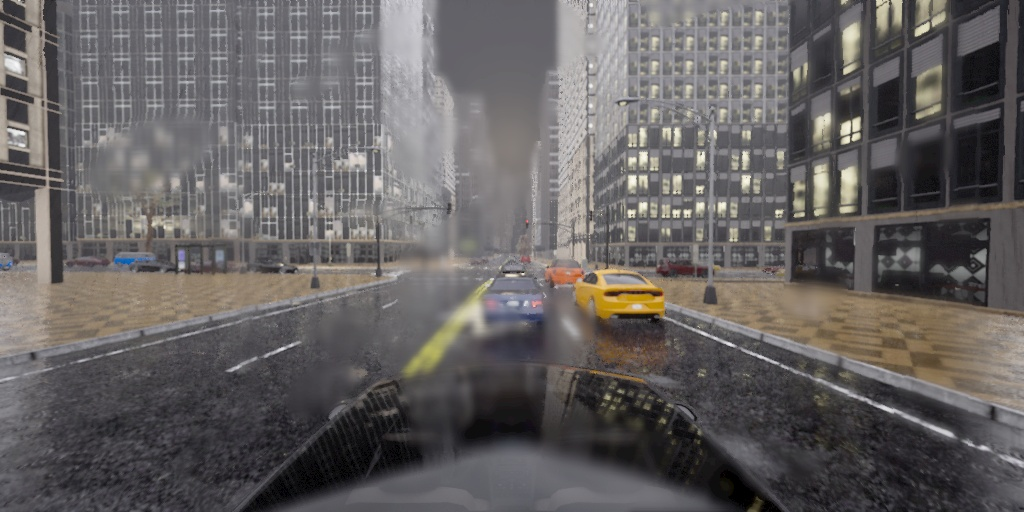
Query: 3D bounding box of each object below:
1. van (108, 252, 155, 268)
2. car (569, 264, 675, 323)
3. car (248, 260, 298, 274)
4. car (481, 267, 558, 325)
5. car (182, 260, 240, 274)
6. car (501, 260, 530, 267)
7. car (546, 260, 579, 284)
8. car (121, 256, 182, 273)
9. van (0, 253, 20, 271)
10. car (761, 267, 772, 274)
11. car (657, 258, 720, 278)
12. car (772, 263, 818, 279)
[{"bbox_3d":[-45.336,0.475,43.126,3.998,1.789,1.690,0,0,1],"label":"van"},{"bbox_3d":[3.338,1.190,12.043,1.882,1.535,5.008,0,0,0],"label":"car"},{"bbox_3d":[-22.770,1.071,34.187,4.313,1.339,1.948,0,0,1],"label":"car"},{"bbox_3d":[0.088,1.262,11.565,2.033,1.411,5.357,0,0,1],"label":"car"},{"bbox_3d":[-28.454,1.035,34.313,4.207,1.307,1.802,0,0,1],"label":"car"},{"bbox_3d":[0.077,1.169,21.355,2.128,1.511,4.902,0,0,0],"label":"car"},{"bbox_3d":[3.325,1.023,23.010,2.097,1.767,4.553,0,0,0],"label":"car"},{"bbox_3d":[-34.135,0.966,34.480,4.313,1.339,1.948,0,0,1],"label":"car"},{"bbox_3d":[-51.179,0.584,34.857,3.998,1.789,1.690,0,0,1],"label":"van"},{"bbox_3d":[30.154,1.460,39.257,4.718,1.301,1.895,0,1,1],"label":"car"},{"bbox_3d":[16.156,1.164,33.707,5.009,1.841,2.192,0,0,1],"label":"car"},{"bbox_3d":[27.605,1.473,33.524,4.829,1.417,1.751,0,0,1],"label":"car"}]
